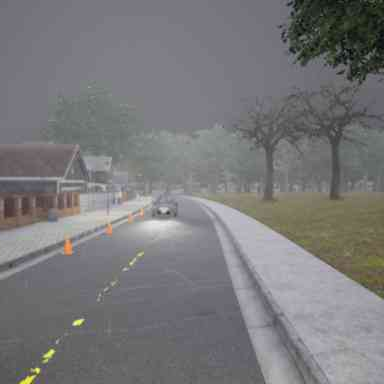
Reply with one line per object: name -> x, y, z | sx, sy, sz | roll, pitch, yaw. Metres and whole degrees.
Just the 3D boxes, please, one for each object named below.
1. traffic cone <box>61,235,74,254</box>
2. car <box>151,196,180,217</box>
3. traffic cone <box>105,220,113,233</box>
traffic cone -> -4.168, 1.754, 11.149 | 0.340, 0.580, 0.340 | 0, 1, 2
car -> -1.985, 1.067, 25.610 | 2.128, 1.511, 4.902 | 0, 1, -1
traffic cone -> -4.008, 1.673, 16.108 | 0.340, 0.580, 0.340 | 0, 1, 1
